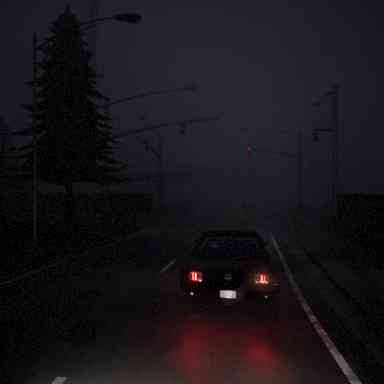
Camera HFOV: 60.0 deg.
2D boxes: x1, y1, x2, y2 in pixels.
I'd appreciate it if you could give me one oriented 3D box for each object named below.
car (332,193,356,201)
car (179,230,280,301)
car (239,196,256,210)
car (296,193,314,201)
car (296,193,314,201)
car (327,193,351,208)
[{"bbox_3d":[34.421,1.097,75.395,4.605,1.855,1.932,0,0,10],"label":"car"},{"bbox_3d":[0.980,1.601,8.337,1.895,1.301,4.718,0,0,8],"label":"car"},{"bbox_3d":[7.181,1.352,43.278,2.097,1.767,4.553,0,0,10],"label":"car"},{"bbox_3d":[27.239,1.077,79.992,3.866,1.878,1.905,0,0,10],"label":"car"},{"bbox_3d":[26.063,1.361,76.823,3.806,1.475,1.970,0,0,10],"label":"car"},{"bbox_3d":[20.193,1.331,43.072,5.027,1.636,2.152,0,0,10],"label":"car"}]
